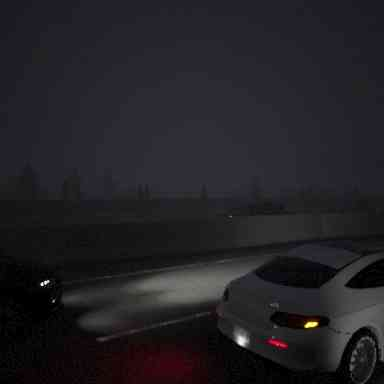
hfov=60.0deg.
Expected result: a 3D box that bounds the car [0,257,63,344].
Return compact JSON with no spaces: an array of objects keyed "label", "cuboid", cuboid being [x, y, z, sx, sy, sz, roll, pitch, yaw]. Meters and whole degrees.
[{"label":"car","cuboid":[-4.470,1.470,4.714,4.902,1.511,2.128,0,0,-36]}]

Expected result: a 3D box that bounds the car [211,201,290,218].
[{"label":"car","cuboid":[3.118,1.309,17.749,4.553,1.767,2.097,0,0,-27]}]

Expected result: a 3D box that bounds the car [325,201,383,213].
[{"label":"car","cuboid":[14.937,1.490,30.450,5.357,1.411,2.033,0,0,-19]}]

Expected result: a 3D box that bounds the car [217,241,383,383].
[{"label":"car","cuboid":[2.537,1.515,5.179,4.674,1.442,1.812,0,0,-32]}]
